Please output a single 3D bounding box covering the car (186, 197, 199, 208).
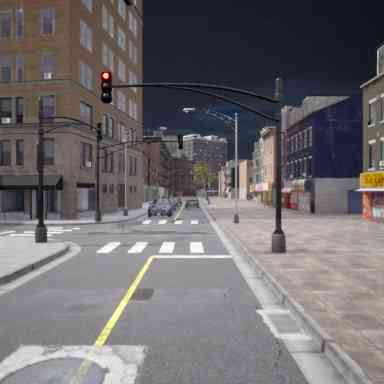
[{"bbox_3d":[0.054,1.505,48.500,2.128,1.511,4.902,0,0,0],"label":"car"}]

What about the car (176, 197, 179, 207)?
[{"bbox_3d":[-2.888,1.514,40.382,1.837,1.490,4.892,0,0,0],"label":"car"}]

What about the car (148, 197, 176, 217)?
[{"bbox_3d":[-2.880,1.358,31.197,2.097,1.767,4.553,0,0,0],"label":"car"}]

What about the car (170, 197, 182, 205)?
[{"bbox_3d":[-2.873,1.585,60.343,1.994,1.385,4.181,0,0,0],"label":"car"}]

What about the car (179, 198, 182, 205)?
[{"bbox_3d":[-2.893,1.519,50.312,1.837,1.490,4.892,0,0,0],"label":"car"}]
